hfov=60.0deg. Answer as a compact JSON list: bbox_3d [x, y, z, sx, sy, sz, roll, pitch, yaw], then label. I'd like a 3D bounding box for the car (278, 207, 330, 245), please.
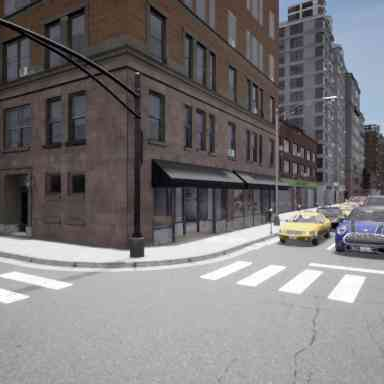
[{"bbox_3d":[5.481,1.566,15.888,1.752,1.417,4.829,0,0,32],"label":"car"}]

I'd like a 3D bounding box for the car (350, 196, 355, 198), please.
[{"bbox_3d":[17.569,1.383,35.209,2.192,1.841,5.009,0,0,32],"label":"car"}]

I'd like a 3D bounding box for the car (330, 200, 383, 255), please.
[{"bbox_3d":[7.157,1.391,13.362,2.097,1.767,4.553,0,0,32],"label":"car"}]

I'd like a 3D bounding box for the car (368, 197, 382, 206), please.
[{"bbox_3d":[32.565,1.638,59.179,1.887,1.381,4.507,0,0,32],"label":"car"}]

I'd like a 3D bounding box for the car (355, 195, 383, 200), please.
[{"bbox_3d":[12.217,1.273,21.462,2.150,2.045,5.566,0,0,33],"label":"car"}]

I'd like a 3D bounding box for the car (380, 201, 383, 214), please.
[{"bbox_3d":[22.216,1.674,37.253,1.895,1.301,4.718,0,0,32],"label":"car"}]

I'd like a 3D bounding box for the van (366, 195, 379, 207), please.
[{"bbox_3d":[29.566,1.430,54.384,1.690,1.788,3.998,0,0,32],"label":"van"}]

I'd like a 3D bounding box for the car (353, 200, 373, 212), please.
[{"bbox_3d":[20.568,1.656,40.002,1.802,1.307,4.206,0,0,32],"label":"car"}]

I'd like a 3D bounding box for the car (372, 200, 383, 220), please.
[{"bbox_3d":[17.496,1.555,29.805,2.128,1.511,4.902,0,0,32],"label":"car"}]

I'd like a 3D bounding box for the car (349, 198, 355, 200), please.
[{"bbox_3d":[14.479,1.588,30.270,1.752,1.417,4.829,0,0,32],"label":"car"}]

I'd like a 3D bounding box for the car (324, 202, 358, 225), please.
[{"bbox_3d":[11.480,1.581,25.476,1.752,1.417,4.829,0,0,32],"label":"car"}]

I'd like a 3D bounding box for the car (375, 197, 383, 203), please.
[{"bbox_3d":[41.558,1.716,73.558,1.802,1.307,4.206,0,0,32],"label":"car"}]

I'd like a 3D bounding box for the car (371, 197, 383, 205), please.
[{"bbox_3d":[35.563,1.683,63.973,1.802,1.307,4.206,0,0,32],"label":"car"}]

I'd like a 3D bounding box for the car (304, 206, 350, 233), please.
[{"bbox_3d":[8.571,1.615,20.826,1.947,1.339,4.313,0,0,32],"label":"car"}]
